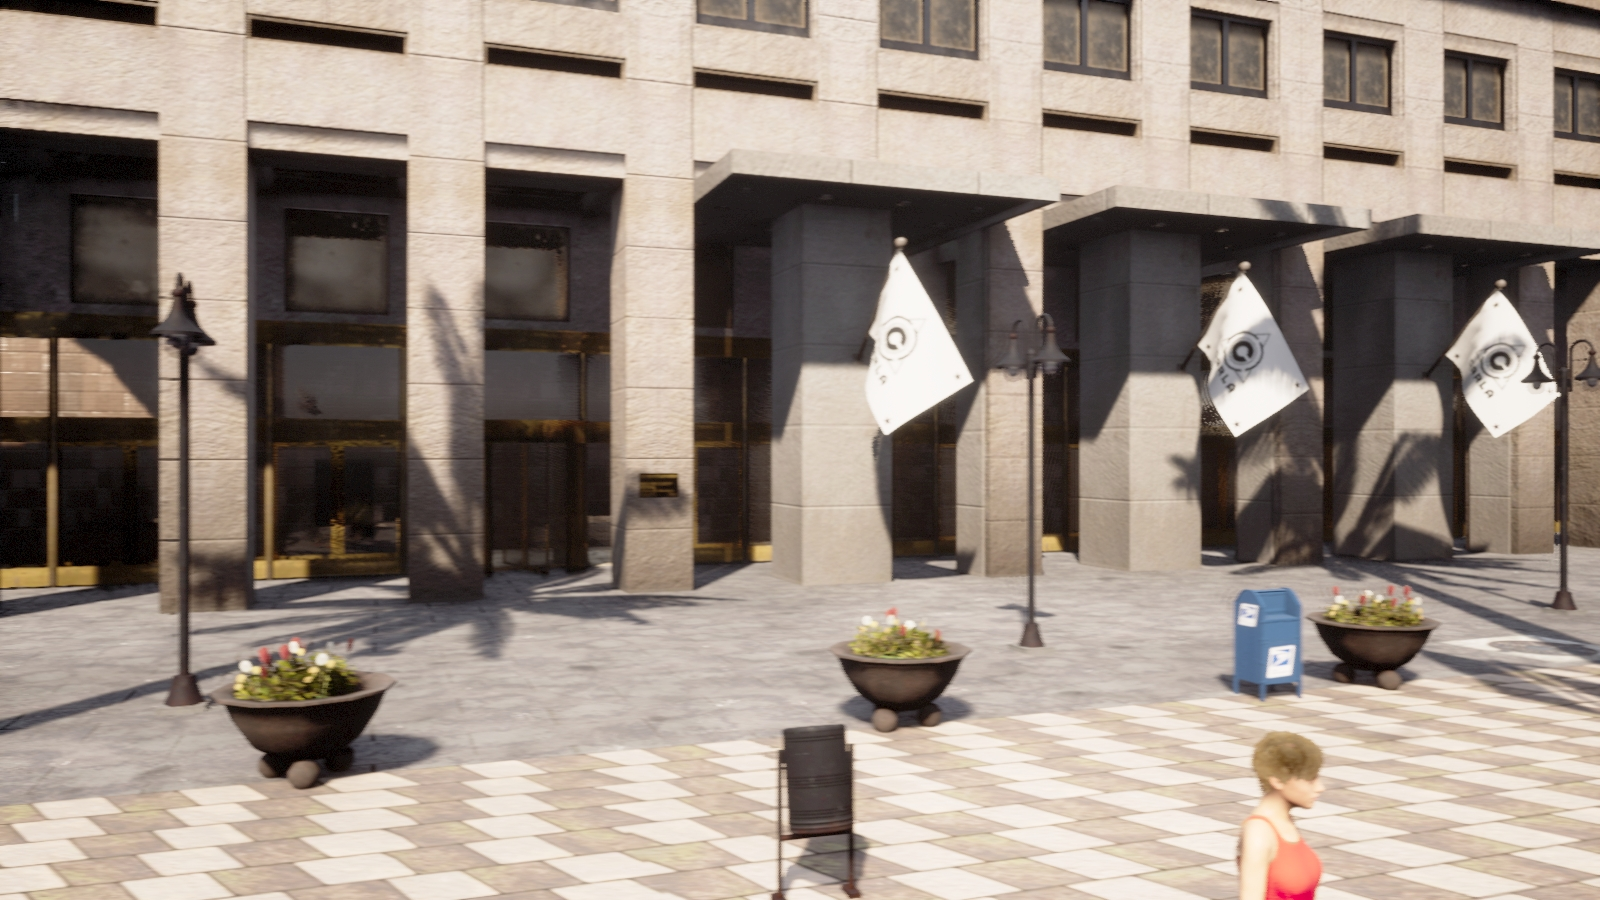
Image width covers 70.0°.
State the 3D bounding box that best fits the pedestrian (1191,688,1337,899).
[{"bbox_3d":[1.682,1.848,4.141,0.375,1.860,0.375,0,0,45],"label":"pedestrian"}]
